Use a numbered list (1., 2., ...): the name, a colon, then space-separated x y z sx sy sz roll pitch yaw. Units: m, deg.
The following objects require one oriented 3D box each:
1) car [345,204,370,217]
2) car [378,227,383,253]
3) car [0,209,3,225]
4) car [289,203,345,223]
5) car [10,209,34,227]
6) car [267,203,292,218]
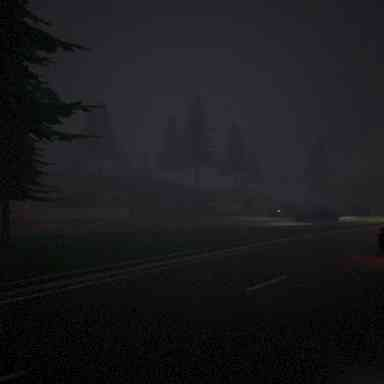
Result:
1. car: 20.408 2.286 41.530 4.674 1.442 1.812 1 -2 -34
2. car: 9.520 1.724 14.056 5.008 1.535 1.882 1 -2 -45
3. car: -16.600 2.102 23.940 4.902 1.511 2.128 0 -2 -27
4. car: 11.991 2.083 31.798 5.008 1.535 1.882 0 -1 -32
5. car: -16.129 2.172 28.024 5.008 1.535 1.882 0 -2 -21
6. car: 11.050 2.125 39.476 4.553 1.767 2.097 0 -1 -33
